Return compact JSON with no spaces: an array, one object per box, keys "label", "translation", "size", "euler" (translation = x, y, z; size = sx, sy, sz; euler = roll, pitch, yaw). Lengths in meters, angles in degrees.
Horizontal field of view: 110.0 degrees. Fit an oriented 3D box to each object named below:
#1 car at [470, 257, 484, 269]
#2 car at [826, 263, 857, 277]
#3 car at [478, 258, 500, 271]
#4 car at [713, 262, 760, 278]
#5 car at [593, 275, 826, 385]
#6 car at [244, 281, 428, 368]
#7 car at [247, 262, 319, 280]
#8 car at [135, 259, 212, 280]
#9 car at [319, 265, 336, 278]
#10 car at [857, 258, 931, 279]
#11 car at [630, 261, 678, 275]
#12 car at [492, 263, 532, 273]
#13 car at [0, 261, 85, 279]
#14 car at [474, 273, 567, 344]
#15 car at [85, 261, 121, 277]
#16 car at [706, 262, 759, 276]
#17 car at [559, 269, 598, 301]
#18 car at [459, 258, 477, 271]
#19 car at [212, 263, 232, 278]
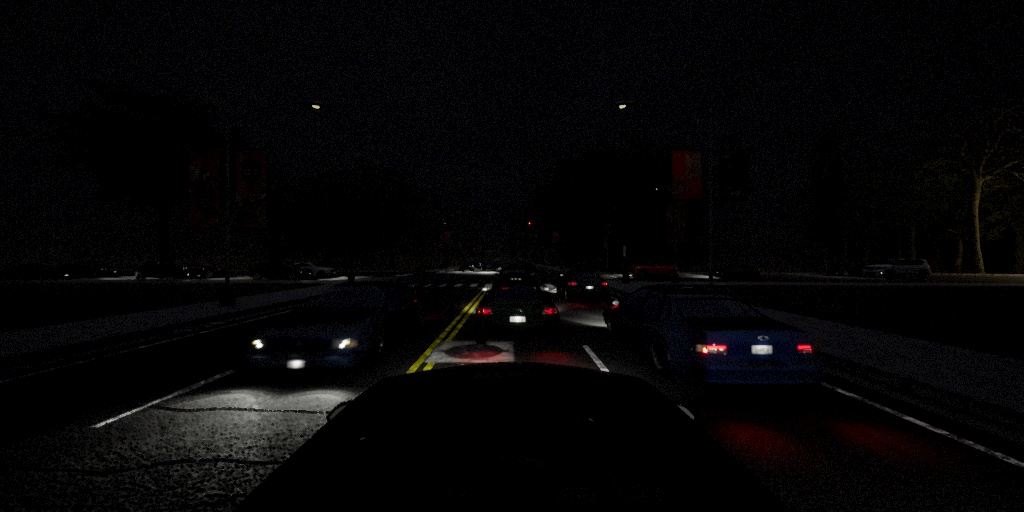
[{"label":"car","translation":[-6.550,1.194,62.052],"size":[2.150,2.045,5.566],"euler":[0,0,0]},{"label":"car","translation":[38.412,1.529,40.493],"size":[5.008,1.535,1.882],"euler":[1,0,0]},{"label":"car","translation":[-3.313,1.406,52.753],"size":[2.128,1.511,4.902],"euler":[0,0,0]},{"label":"car","translation":[23.250,1.522,37.156],"size":[4.181,1.385,1.994],"euler":[0,0,-2]},{"label":"car","translation":[3.352,1.302,7.323],"size":[2.033,1.411,5.357],"euler":[0,0,0]},{"label":"car","translation":[-3.356,1.302,8.249],"size":[2.033,1.411,5.357],"euler":[0,0,0]},{"label":"car","translation":[-19.395,1.261,30.140],"size":[4.892,1.490,1.837],"euler":[0,0,-1]},{"label":"car","translation":[-28.510,1.076,30.055],"size":[4.553,1.767,2.097],"euler":[0,0,-1]},{"label":"car","translation":[-18.883,1.288,33.396],"size":[4.674,1.442,1.812],"euler":[0,0,-1]},{"label":"car","translation":[39.931,1.277,37.252],"size":[5.566,2.045,2.150],"euler":[0,0,0]},{"label":"car","translation":[14.600,1.266,37.062],"size":[4.553,1.767,2.097],"euler":[0,0,-1]},{"label":"car","translation":[0.099,1.284,18.565],"size":[1.837,1.490,4.892],"euler":[0,0,0]},{"label":"car","translation":[-39.430,1.290,29.956],"size":[4.718,1.301,1.895],"euler":[0,0,0]},{"label":"car","translation":[0.107,1.321,9.659],"size":[1.994,1.385,4.181],"euler":[0,0,0]},{"label":"car","translation":[-39.239,1.186,33.211],"size":[4.902,1.511,2.128],"euler":[0,0,0]},{"label":"car","translation":[24.804,1.475,40.403],"size":[4.892,1.490,1.837],"euler":[0,0,-1]},{"label":"car","translation":[3.358,1.340,17.553],"size":[1.994,1.385,4.181],"euler":[0,0,0]},{"label":"car","translation":[-6.565,1.417,52.201],"size":[1.837,1.490,4.892],"euler":[0,0,0]},{"label":"car","translation":[-28.940,1.204,33.298],"size":[5.008,1.535,1.882],"euler":[0,0,-1]}]
